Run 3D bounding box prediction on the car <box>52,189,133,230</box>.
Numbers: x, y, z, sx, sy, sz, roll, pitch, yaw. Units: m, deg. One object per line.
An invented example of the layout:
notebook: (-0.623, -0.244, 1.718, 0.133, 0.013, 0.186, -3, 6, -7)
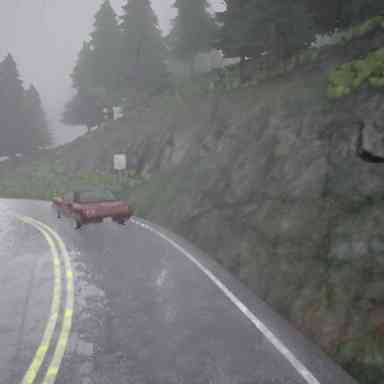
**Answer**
car: (-4.104, 0.529, 13.091, 1.895, 1.301, 4.718, -4, 6, -34)
